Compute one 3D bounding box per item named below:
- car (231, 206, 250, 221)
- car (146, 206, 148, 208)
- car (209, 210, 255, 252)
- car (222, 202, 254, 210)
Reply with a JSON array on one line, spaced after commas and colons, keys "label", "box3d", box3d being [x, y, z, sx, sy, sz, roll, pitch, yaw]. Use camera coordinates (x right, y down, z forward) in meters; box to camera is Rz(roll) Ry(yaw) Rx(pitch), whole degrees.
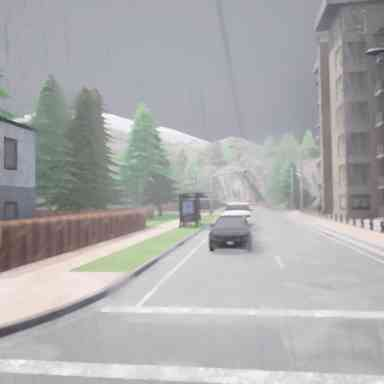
[{"label": "car", "box3d": [5.738, 2.451, 38.752, 2.033, 1.411, 5.357, -1, -1, 10]}, {"label": "car", "box3d": [-10.269, 3.286, 73.722, 1.932, 1.855, 4.605, -1, -1, 8]}, {"label": "car", "box3d": [1.958, 1.870, 16.098, 1.882, 1.535, 5.008, -1, -1, 9]}, {"label": "car", "box3d": [3.681, 1.850, 26.546, 2.150, 2.045, 5.566, -1, -2, 10]}]
